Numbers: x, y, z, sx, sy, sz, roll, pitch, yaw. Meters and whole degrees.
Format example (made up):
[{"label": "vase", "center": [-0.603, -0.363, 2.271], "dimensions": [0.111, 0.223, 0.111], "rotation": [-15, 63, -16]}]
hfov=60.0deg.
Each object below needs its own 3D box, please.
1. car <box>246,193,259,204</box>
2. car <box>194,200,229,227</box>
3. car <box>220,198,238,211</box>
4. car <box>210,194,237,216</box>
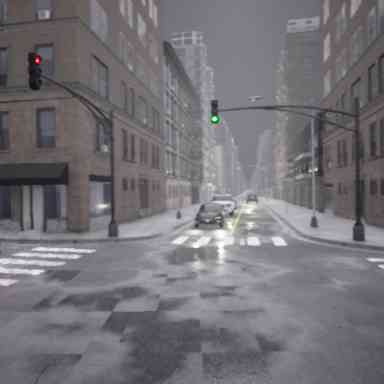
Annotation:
[{"label": "car", "center": [11.318, 1.175, 62.625], "dimensions": [2.150, 2.045, 5.566], "rotation": [-1, 0, 10]}, {"label": "car", "center": [1.305, 1.524, 22.827], "dimensions": [1.837, 1.490, 4.892], "rotation": [-1, 0, 8]}, {"label": "car", "center": [4.858, 1.554, 43.153], "dimensions": [2.033, 1.411, 5.357], "rotation": [-1, 0, 10]}, {"label": "car", "center": [3.026, 1.235, 32.733], "dimensions": [2.150, 2.045, 5.566], "rotation": [-1, 0, 10]}]
